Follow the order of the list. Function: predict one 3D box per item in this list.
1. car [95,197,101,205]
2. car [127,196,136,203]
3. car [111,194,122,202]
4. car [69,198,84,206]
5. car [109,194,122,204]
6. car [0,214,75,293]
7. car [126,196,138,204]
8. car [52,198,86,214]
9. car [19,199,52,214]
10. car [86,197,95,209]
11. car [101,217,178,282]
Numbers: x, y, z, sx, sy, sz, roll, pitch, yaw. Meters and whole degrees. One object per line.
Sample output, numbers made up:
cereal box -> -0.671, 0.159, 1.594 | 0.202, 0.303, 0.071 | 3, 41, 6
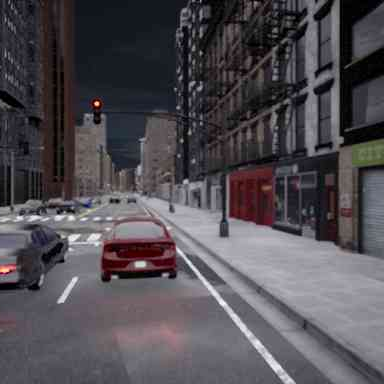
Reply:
car -> -17.733, 1.601, 61.067 | 2.128, 1.511, 4.902 | 0, 0, -10
car -> -13.900, 1.663, 76.143 | 2.033, 1.411, 5.357 | 0, 0, -11
car -> -17.092, 1.315, 75.528 | 2.097, 1.767, 4.553 | 0, 0, -11
car -> -20.931, 1.714, 60.502 | 1.895, 1.301, 4.718 | 0, 0, -10
car -> -15.197, 1.588, 65.313 | 1.882, 1.535, 5.008 | 0, 0, -11
car -> -4.626, 1.562, 8.867 | 2.033, 1.411, 5.357 | 0, 0, -11
car -> -11.910, 1.610, 65.958 | 1.837, 1.490, 4.892 | 0, 0, -10
car -> -13.090, 1.611, 35.602 | 2.033, 1.411, 5.357 | 0, 0, -10
car -> -16.105, 1.571, 34.048 | 1.837, 1.490, 4.892 | 0, 0, -10
car -> -15.003, 1.560, 46.015 | 1.882, 1.535, 5.008 | 0, 0, -11
car -> -1.590, 1.489, 9.956 | 1.882, 1.535, 5.008 | 0, 0, -10
